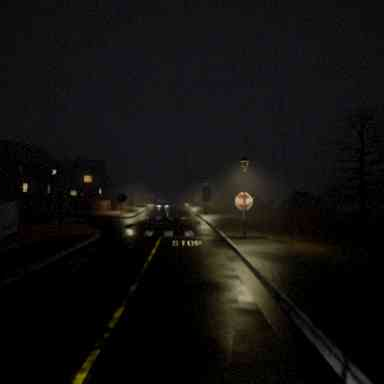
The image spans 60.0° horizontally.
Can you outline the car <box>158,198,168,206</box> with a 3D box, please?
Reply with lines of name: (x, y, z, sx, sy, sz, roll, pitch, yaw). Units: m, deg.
car: (-6.085, 2.067, 69.113, 1.812, 1.442, 4.674, 0, 0, -4)
